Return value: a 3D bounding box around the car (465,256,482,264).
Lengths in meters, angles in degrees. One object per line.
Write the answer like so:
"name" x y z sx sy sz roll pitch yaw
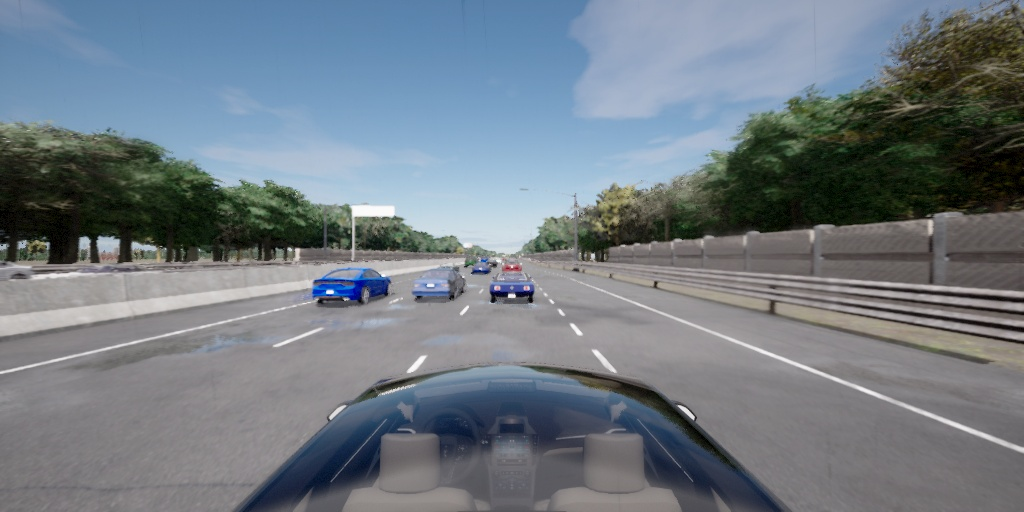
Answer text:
"car" -6.993 1.041 63.056 2.150 2.045 5.566 0 0 0

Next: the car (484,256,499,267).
"car" -3.490 1.296 62.974 1.882 1.535 5.008 0 0 0

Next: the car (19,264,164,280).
"car" -20.998 1.079 18.403 1.895 1.301 4.718 0 0 0

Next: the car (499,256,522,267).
"car" 0.005 1.137 38.239 2.097 1.767 4.553 0 0 0

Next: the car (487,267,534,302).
"car" 0.001 1.364 17.069 1.895 1.301 4.718 0 0 0

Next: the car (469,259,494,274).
"car" -3.497 1.354 41.713 1.994 1.385 4.181 0 0 0

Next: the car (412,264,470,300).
"car" -3.497 1.312 17.925 2.033 1.411 5.357 0 0 0

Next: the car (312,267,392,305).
"car" -6.999 1.241 16.270 1.882 1.535 5.008 0 0 0

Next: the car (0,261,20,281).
"car" -27.998 0.906 18.435 1.812 1.442 4.674 0 0 0
